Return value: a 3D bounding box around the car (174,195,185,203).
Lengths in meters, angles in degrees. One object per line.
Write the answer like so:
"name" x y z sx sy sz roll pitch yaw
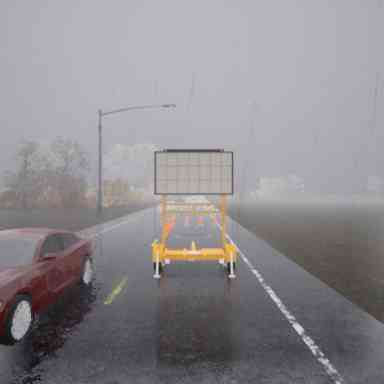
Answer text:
"car" -2.737 1.548 73.201 2.097 1.767 4.553 0 0 1

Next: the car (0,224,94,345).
"car" -3.470 1.493 6.605 1.882 1.535 5.008 0 0 0

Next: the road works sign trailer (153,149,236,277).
"road works sign trailer" 0.059 0.489 10.265 2.380 3.560 2.880 0 0 -1
